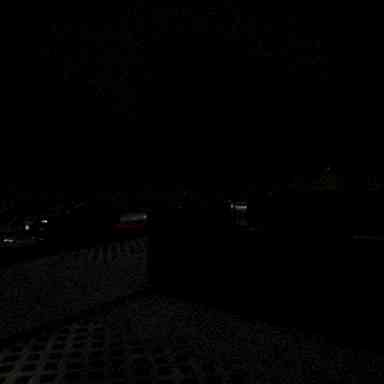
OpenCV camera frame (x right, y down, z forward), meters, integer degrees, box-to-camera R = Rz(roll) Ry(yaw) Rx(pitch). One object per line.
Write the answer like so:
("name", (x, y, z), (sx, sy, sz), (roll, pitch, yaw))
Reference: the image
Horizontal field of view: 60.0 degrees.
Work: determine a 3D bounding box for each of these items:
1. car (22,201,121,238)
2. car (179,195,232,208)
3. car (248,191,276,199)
("car", (-5.728, 1.223, 16.408), (2.128, 1.511, 4.902), (0, 1, 35))
("car", (1.159, 0.977, 26.103), (2.033, 1.411, 5.357), (0, 2, 35))
("car", (7.443, 0.672, 34.927), (1.812, 1.442, 4.674), (0, 2, 36))
